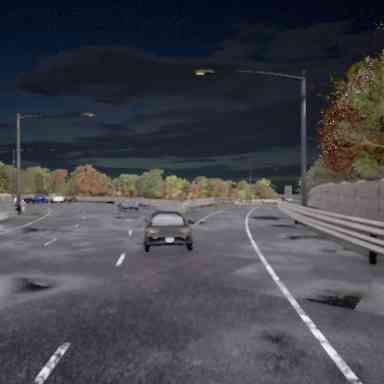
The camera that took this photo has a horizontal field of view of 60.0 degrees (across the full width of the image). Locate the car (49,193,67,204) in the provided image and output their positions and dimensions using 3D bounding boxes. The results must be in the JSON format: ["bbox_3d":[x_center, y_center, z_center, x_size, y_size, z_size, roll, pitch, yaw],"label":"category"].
[{"bbox_3d":[-28.658,1.326,69.322,2.150,2.045,5.566,0,0,-42],"label":"car"}]

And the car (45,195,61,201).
[{"bbox_3d":[-33.360,1.503,79.716,4.181,1.385,1.994,0,0,43],"label":"car"}]

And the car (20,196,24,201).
[{"bbox_3d":[-37.778,1.556,74.239,4.718,1.301,1.895,0,0,43],"label":"car"}]

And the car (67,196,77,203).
[{"bbox_3d":[-26.500,1.578,72.169,1.837,1.490,4.892,0,0,-42],"label":"car"}]

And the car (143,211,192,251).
[{"bbox_3d":[-1.085,1.531,14.081,1.812,1.442,4.674,0,0,-7],"label":"car"}]

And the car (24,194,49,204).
[{"bbox_3d":[-31.488,1.333,67.234,2.150,2.045,5.566,0,0,-42],"label":"car"}]

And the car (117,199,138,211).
[{"bbox_3d":[-7.939,1.561,40.813,2.033,1.411,5.357,0,0,-22],"label":"car"}]

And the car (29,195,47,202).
[{"bbox_3d":[-35.854,1.505,77.261,5.357,1.411,2.033,0,0,43],"label":"car"}]
